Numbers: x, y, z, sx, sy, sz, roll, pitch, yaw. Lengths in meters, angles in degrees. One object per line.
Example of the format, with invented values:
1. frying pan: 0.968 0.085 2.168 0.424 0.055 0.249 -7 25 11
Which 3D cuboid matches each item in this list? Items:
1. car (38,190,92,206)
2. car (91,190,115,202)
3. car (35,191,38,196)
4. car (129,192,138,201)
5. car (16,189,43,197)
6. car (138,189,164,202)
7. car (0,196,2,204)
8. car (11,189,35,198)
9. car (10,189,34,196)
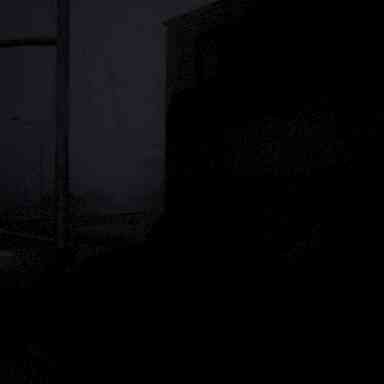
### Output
1. car: -13.515 0.815 35.680 2.007 1.523 4.514 1 1 35
2. car: -13.346 0.505 47.859 1.932 1.855 4.605 1 1 35
3. car: -23.073 0.509 55.675 2.007 1.523 4.514 1 1 35
4. car: -8.455 0.768 54.785 1.970 1.475 3.806 1 1 35
5. car: -36.365 0.196 74.641 2.152 1.636 5.027 1 1 35
6. car: -6.100 0.536 52.354 1.905 1.878 3.866 1 1 35
7. car: -20.590 0.691 32.069 1.970 1.475 3.806 1 1 35
8. car: -31.182 0.372 61.514 1.845 1.501 3.633 1 1 35
9. car: -38.948 0.156 76.421 2.007 1.523 4.514 1 1 35
